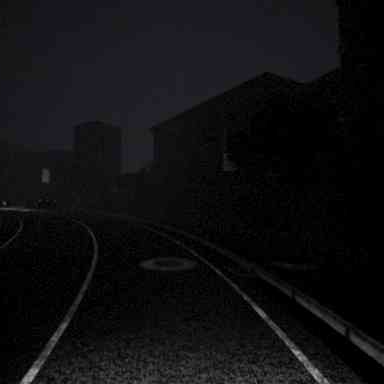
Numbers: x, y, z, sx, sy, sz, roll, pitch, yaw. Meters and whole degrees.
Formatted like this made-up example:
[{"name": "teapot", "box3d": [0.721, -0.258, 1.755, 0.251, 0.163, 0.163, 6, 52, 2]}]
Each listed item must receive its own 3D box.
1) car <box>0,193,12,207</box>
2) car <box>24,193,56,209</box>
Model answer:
[{"name": "car", "box3d": [-21.473, 0.817, 36.470, 4.902, 1.511, 2.128, 2, -1, 39]}, {"name": "car", "box3d": [-17.170, 0.922, 37.531, 4.553, 1.767, 2.097, 2, -1, 44]}]
